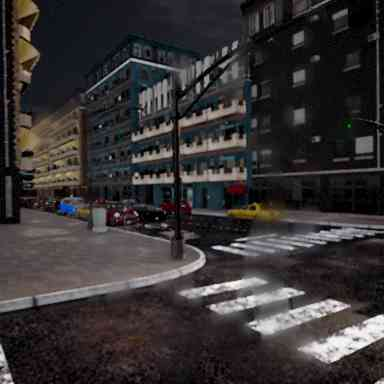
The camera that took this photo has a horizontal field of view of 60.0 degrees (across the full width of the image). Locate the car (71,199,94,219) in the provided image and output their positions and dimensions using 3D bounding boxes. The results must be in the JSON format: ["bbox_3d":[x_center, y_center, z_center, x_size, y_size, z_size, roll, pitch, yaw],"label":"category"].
[{"bbox_3d":[-8.560,1.636,28.569,1.752,1.417,4.829,-1,1,-35],"label":"car"}]

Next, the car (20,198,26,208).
[{"bbox_3d":[-24.714,1.753,51.244,1.947,1.339,4.313,-1,1,-35],"label":"car"}]

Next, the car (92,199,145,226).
[{"bbox_3d":[-5.450,1.536,24.200,1.967,1.590,4.097,-1,1,-35],"label":"car"}]

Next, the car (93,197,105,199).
[{"bbox_3d":[-14.681,1.471,51.597,1.967,1.590,4.097,-1,1,-35],"label":"car"}]

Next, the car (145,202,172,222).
[{"bbox_3d":[-3.875,1.656,26.458,1.895,1.301,4.718,-1,1,-35],"label":"car"}]

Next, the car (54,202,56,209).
[{"bbox_3d":[-17.622,1.683,45.854,1.994,1.385,4.181,-1,0,-35],"label":"car"}]

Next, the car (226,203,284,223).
[{"bbox_3d":[4.489,1.468,24.693,1.752,1.417,4.829,-1,1,-35],"label":"car"}]

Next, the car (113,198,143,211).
[{"bbox_3d":[-8.256,1.551,42.584,2.008,1.369,4.403,-1,1,-35],"label":"car"}]

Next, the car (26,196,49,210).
[{"bbox_3d":[-21.505,1.611,46.736,1.967,1.590,4.097,-1,1,-35],"label":"car"}]

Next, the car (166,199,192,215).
[{"bbox_3d":[-1.836,1.411,33.568,1.967,1.590,4.097,-1,1,-35],"label":"car"}]

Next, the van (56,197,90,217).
[{"bbox_3d":[-11.873,1.466,33.213,1.690,1.788,3.998,-1,1,-35],"label":"van"}]

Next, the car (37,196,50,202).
[{"bbox_3d":[-37.157,1.697,83.151,1.887,1.381,4.507,-1,1,-35],"label":"car"}]

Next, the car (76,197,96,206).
[{"bbox_3d":[-17.890,1.613,56.106,1.947,1.339,4.313,-1,1,-35],"label":"car"}]

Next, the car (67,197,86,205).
[{"bbox_3d":[-21.101,1.614,60.614,2.008,1.369,4.403,-1,1,-35],"label":"car"}]

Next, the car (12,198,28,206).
[{"bbox_3d":[-31.137,1.765,60.260,1.887,1.381,4.507,-1,1,-35],"label":"car"}]
